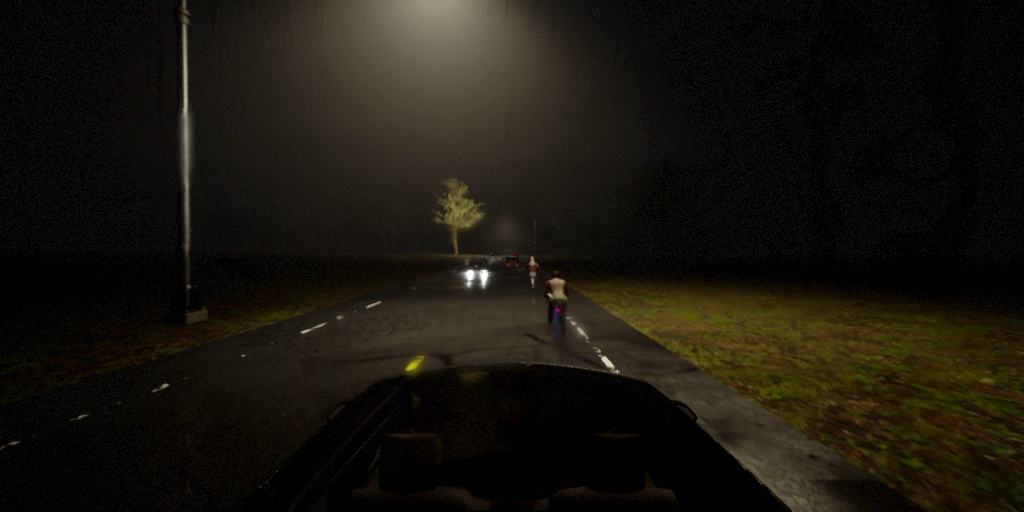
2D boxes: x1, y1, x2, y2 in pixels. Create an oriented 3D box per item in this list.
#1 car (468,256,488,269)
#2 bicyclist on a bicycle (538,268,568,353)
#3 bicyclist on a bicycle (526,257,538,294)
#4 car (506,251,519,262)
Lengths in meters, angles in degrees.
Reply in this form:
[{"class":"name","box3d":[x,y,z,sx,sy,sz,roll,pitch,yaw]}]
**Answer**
[{"class":"car","box3d":[-3.603,0.677,38.418,1.895,1.301,4.718,0,1,0]},{"class":"bicyclist on a bicycle","box3d":[0.958,1.143,7.688,0.582,1.620,1.656,0,0,0]},{"class":"bicyclist on a bicycle","box3d":[0.956,0.906,17.057,0.659,1.776,1.843,0,1,0]},{"class":"car","box3d":[0.087,0.180,55.191,2.128,1.511,4.902,0,1,0]}]
